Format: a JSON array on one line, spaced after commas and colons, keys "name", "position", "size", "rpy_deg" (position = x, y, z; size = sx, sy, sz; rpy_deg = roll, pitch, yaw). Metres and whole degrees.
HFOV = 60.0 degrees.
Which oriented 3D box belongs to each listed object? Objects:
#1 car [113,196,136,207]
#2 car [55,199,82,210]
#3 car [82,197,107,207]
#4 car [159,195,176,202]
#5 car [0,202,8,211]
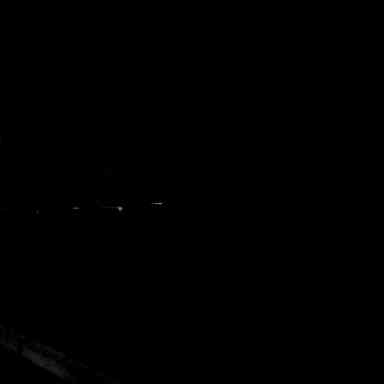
[{"name": "car", "position": [-9.737, 1.413, 50.609], "size": [1.837, 1.490, 4.892], "rpy_deg": [0, 1, 39]}, {"name": "car", "position": [-17.051, 1.538, 41.529], "size": [2.033, 1.411, 5.357], "rpy_deg": [0, 0, 39]}, {"name": "car", "position": [-15.227, 1.498, 49.382], "size": [2.033, 1.411, 5.357], "rpy_deg": [0, 0, 39]}, {"name": "car", "position": [-4.944, 1.288, 62.134], "size": [1.994, 1.385, 4.181], "rpy_deg": [0, 1, 37]}, {"name": "car", "position": [-22.217, 1.562, 40.708], "size": [1.994, 1.385, 4.181], "rpy_deg": [0, 0, 38]}]
